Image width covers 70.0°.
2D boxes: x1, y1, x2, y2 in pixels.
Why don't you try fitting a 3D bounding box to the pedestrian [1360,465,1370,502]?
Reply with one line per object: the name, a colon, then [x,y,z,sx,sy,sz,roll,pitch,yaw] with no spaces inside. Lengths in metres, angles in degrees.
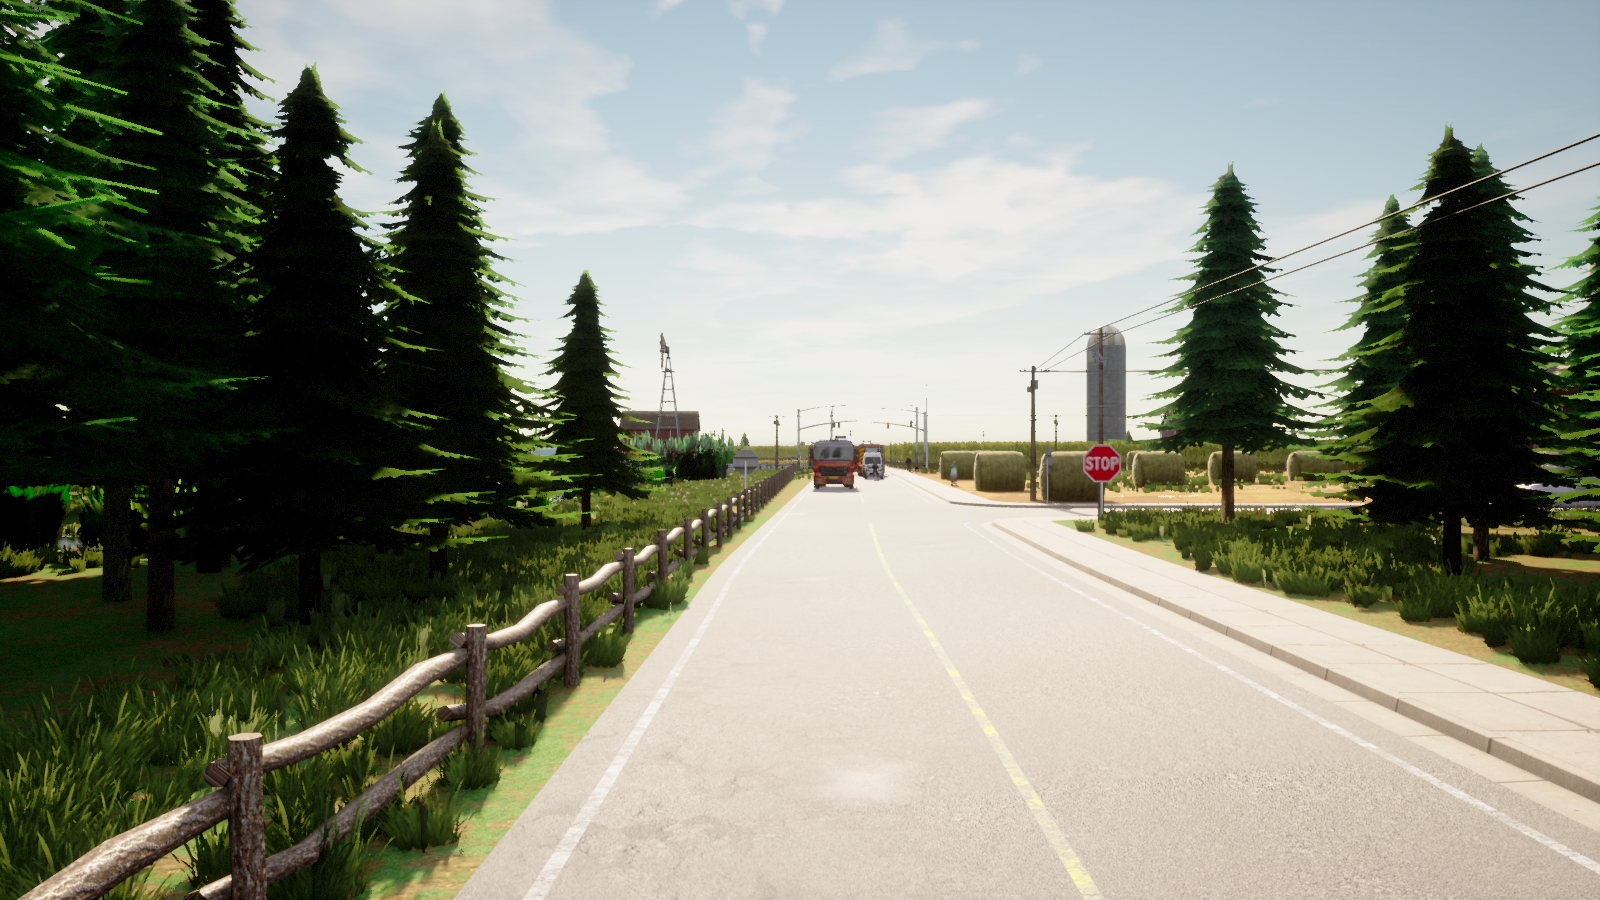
pedestrian: [28.462,1.696,57.566,0.375,1.860,0.375,0,0,8]
